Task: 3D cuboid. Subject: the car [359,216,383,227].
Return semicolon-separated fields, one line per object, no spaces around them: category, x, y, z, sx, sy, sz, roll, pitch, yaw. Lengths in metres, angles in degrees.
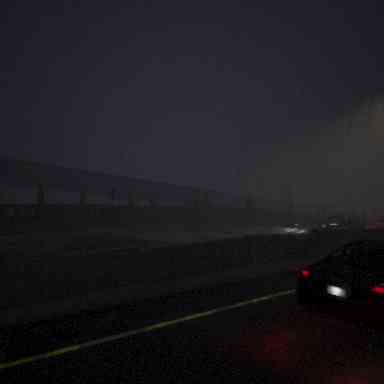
car;13.398;2.367;22.154;4.674;1.442;1.812;5;-3;-35

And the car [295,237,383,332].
car;3.983;1.616;6.590;4.181;1.385;1.994;1;-1;-36

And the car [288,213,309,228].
car;10.739;2.531;28.859;5.357;1.411;2.033;6;-3;-35

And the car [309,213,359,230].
car;11.272;2.331;24.936;4.892;1.490;1.837;5;-3;-35
